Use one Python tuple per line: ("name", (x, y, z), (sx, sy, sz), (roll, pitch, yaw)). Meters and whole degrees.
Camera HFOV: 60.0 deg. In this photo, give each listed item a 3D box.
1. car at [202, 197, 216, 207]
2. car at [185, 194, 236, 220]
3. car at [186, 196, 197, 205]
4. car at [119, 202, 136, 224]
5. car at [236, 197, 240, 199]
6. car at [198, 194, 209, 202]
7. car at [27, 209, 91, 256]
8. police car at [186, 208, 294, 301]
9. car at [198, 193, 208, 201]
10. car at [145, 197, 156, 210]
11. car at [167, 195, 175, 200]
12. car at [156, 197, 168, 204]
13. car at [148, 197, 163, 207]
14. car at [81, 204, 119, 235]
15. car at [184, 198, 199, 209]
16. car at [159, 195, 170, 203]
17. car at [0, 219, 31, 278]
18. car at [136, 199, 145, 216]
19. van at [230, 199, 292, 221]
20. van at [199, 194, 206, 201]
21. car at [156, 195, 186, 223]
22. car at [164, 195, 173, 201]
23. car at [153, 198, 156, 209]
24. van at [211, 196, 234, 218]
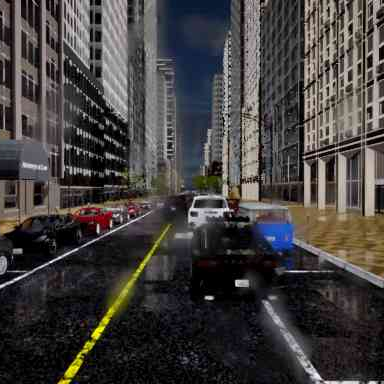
("car", (2.637, 1.538, 52.843), (2.008, 1.369, 4.403), (-1, 0, 0))
("car", (0.883, 1.220, 18.434), (2.150, 2.045, 5.566), (0, 0, 0))
("car", (-0.052, 1.511, 59.413), (1.812, 1.442, 4.674), (0, 0, 0))
("car", (-5.721, 1.545, 24.418), (2.008, 1.369, 4.403), (-1, 0, 0))
("car", (2.658, 1.309, 24.425), (2.192, 1.841, 5.009), (-1, 0, 0))
("car", (2.615, 1.295, 75.578), (2.192, 1.841, 5.009), (-1, 0, 0))
("car", (-5.710, 1.563, 13.051), (1.947, 1.339, 4.313), (-1, 0, 0))
("police car", (0.891, 1.423, 8.513), (1.930, 1.638, 5.238), (0, 0, 0))
("car", (2.611, 1.293, 81.262), (2.192, 1.841, 5.009), (-1, 0, 0))
("car", (-5.735, 1.541, 41.469), (2.008, 1.369, 4.403), (-1, 0, 0))
("car", (-5.777, 1.539, 92.622), (1.947, 1.339, 4.313), (-1, 0, 0))
("car", (-5.753, 1.565, 64.204), (1.802, 1.307, 4.206), (-1, 0, 0))
("car", (-5.744, 1.538, 52.836), (2.008, 1.369, 4.403), (-1, 0, 0))
("car", (-5.715, 1.540, 18.735), (1.887, 1.381, 4.507), (-1, 0, 0))
("car", (-0.027, 1.553, 45.684), (1.994, 1.385, 4.181), (0, 0, 1))
("car", (-5.759, 1.422, 69.887), (1.967, 1.590, 4.097), (-1, 0, 0))
("car", (-5.706, 1.549, 7.367), (2.008, 1.369, 4.403), (-1, 0, 0))
("car", (-5.725, 1.575, 30.102), (1.802, 1.307, 4.206), (-1, 0, 0))
("van", (2.668, 1.338, 13.058), (1.690, 1.788, 3.998), (-1, 0, 0))
("van", (2.606, 1.317, 86.946), (1.690, 1.788, 3.998), (-1, 0, 0))
("car", (-0.165, 1.214, 24.787), (2.150, 2.045, 5.566), (-1, 0, 24))
("car", (-5.767, 1.503, 81.085), (1.752, 1.417, 4.829), (-1, 0, 0))
("car", (-3.031, 1.592, 38.169), (1.895, 1.301, 4.718), (0, 0, 0))
("van", (2.654, 1.334, 30.109), (1.690, 1.788, 3.998), (-1, 0, 0))
